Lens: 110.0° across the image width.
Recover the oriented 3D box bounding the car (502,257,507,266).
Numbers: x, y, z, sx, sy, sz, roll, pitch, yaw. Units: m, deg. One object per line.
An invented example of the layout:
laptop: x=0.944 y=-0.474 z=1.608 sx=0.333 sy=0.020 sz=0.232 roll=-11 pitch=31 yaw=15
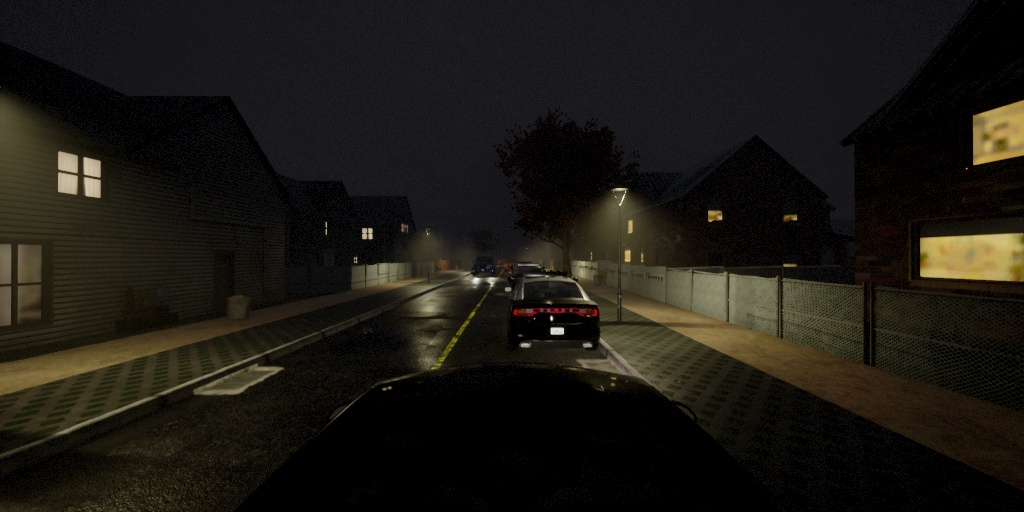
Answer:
car: x=0.116 y=1.209 z=47.991 sx=2.097 sy=1.767 sz=4.553 roll=0 pitch=0 yaw=1

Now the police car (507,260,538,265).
police car: x=0.853 y=1.184 z=19.178 sx=1.930 sy=1.638 sz=5.238 roll=0 pitch=0 yaw=0

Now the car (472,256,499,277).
car: x=-2.793 y=1.015 z=36.967 sx=2.150 sy=2.045 sz=5.566 roll=0 pitch=0 yaw=0

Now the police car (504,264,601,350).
police car: x=0.837 y=1.178 z=9.177 sx=1.930 sy=1.638 sz=5.238 roll=0 pitch=0 yaw=0
